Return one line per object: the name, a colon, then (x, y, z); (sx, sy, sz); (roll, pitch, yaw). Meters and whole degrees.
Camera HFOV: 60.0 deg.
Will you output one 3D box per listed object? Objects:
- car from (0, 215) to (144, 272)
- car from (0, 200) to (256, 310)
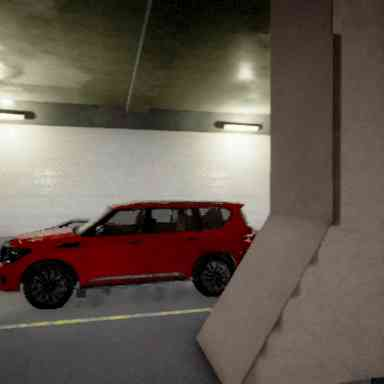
car: (-3.732, 1.548, 10.707); (4.181, 1.385, 1.994); (0, 0, -14)
car: (-1.238, 1.212, 7.709); (5.566, 2.045, 2.150); (0, 0, -14)
